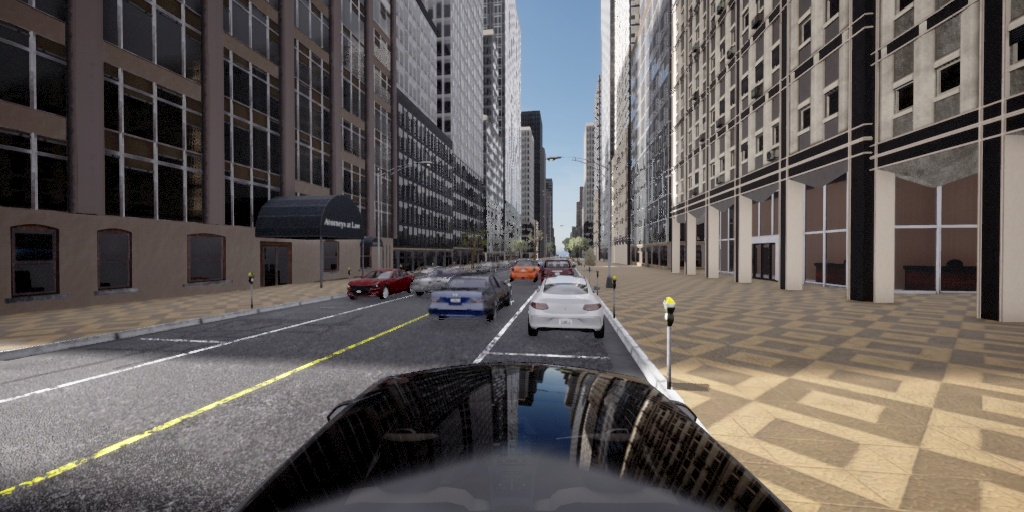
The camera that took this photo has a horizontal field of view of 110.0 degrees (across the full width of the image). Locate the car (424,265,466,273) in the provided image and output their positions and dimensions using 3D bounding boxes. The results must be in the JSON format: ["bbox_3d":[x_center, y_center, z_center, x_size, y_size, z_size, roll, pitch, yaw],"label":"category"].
[{"bbox_3d":[-3.481,1.348,18.896,1.895,1.301,4.718,0,0,9],"label":"car"}]

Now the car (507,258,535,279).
[{"bbox_3d":[1.179,1.097,28.996,2.097,1.767,4.553,0,0,9],"label":"car"}]

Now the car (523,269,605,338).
[{"bbox_3d":[1.514,1.274,10.116,1.812,1.442,4.674,0,0,9],"label":"car"}]

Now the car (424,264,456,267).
[{"bbox_3d":[-5.435,1.296,23.321,2.007,1.370,4.403,0,0,9],"label":"car"}]

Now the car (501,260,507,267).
[{"bbox_3d":[-1.196,1.290,51.421,2.007,1.370,4.403,0,0,9],"label":"car"}]

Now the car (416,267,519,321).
[{"bbox_3d":[-1.202,1.295,12.540,2.033,1.411,5.357,0,0,9],"label":"car"}]

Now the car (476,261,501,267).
[{"bbox_3d":[-2.891,1.293,40.182,2.007,1.370,4.403,0,0,9],"label":"car"}]

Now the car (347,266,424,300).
[{"bbox_3d":[-6.281,1.292,17.701,1.888,1.381,4.507,0,0,9],"label":"car"}]

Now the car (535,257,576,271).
[{"bbox_3d":[2.853,1.060,22.071,2.192,1.841,5.009,0,0,9],"label":"car"}]
